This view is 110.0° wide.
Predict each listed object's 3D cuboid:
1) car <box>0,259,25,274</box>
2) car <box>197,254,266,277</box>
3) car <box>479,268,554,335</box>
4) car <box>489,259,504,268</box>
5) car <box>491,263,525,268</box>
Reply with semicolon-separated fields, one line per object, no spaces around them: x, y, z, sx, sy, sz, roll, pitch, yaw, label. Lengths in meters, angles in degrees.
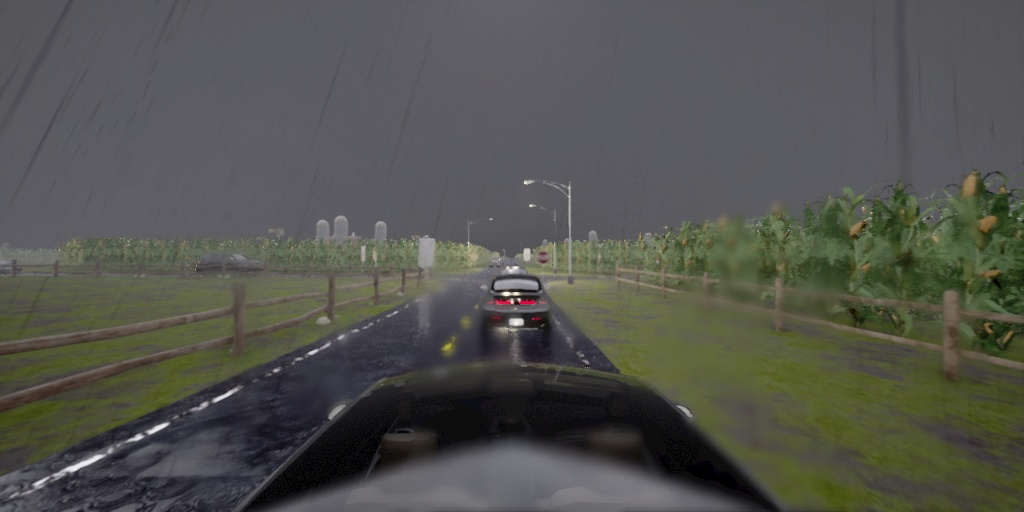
-48.671;0.987;33.446;4.902;1.511;2.128;0;-1;1;car
-25.752;0.827;33.137;5.566;2.045;2.150;0;-1;0;car
0.105;1.259;10.511;1.837;1.490;4.892;0;0;0;car
-2.769;1.301;59.718;2.033;1.411;5.357;0;0;0;car
0.145;1.306;20.103;2.033;1.411;5.357;0;0;1;car
